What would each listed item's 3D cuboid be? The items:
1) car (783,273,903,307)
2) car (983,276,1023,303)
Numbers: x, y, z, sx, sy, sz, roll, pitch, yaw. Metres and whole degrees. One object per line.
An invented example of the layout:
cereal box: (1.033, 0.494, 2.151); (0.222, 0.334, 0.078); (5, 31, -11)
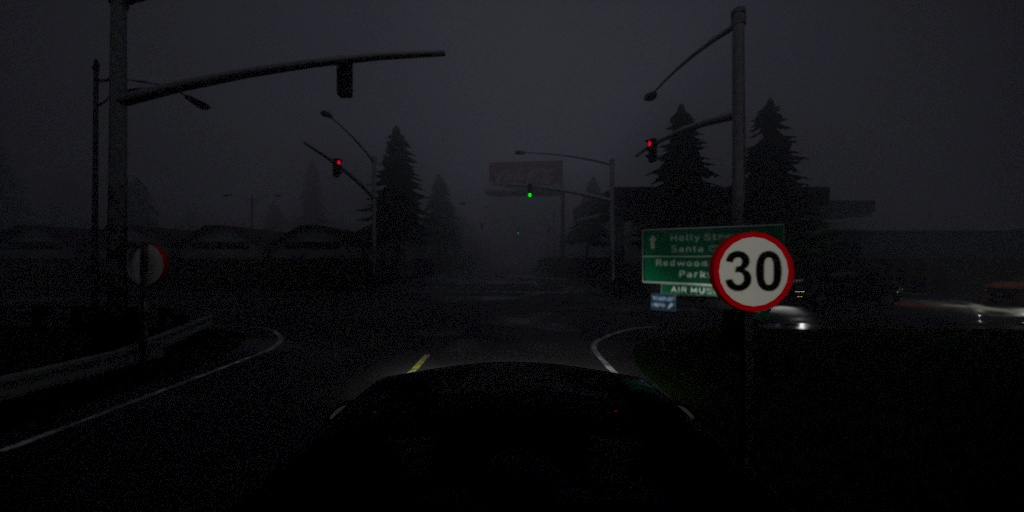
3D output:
car: (15.179, 1.524, 16.731); (4.892, 1.490, 1.837); (0, 0, 1)
car: (25.116, 1.497, 16.613); (5.008, 1.535, 1.882); (0, 0, 1)
